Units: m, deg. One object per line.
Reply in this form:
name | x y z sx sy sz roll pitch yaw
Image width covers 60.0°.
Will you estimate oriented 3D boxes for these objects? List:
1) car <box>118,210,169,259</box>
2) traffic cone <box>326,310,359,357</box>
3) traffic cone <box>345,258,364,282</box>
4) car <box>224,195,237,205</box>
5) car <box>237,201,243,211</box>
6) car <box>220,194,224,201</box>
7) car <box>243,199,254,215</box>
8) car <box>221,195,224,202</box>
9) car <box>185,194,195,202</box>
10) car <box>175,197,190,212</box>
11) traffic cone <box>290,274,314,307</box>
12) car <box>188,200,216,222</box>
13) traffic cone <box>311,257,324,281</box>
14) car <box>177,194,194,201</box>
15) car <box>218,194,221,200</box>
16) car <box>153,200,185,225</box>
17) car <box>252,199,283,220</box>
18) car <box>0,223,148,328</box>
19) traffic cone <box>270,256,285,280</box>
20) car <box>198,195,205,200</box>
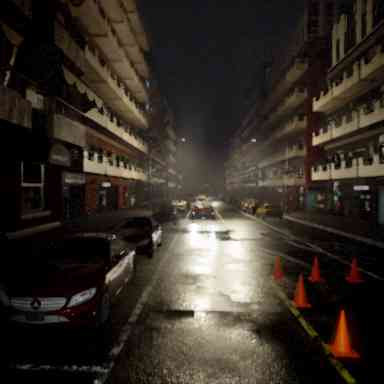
car | -2.069 1.555 12.481 1.802 1.307 4.206 0 0 1
traffic cone | 2.159 1.988 4.772 0.340 0.580 0.340 1 0 1
traffic cone | 4.258 2.019 8.722 0.340 0.580 0.340 1 0 1
car | 7.563 1.692 62.646 1.947 1.339 4.313 0 0 1
car | 7.004 1.551 40.246 1.967 1.590 4.097 0 0 1
car | 7.846 1.659 74.018 1.752 1.417 4.829 0 0 1
car | 6.865 1.673 34.645 1.947 1.339 4.313 0 0 1
car | 7.702 1.680 68.248 2.008 1.369 4.403 0 0 1
car | -0.394 1.331 79.686 2.192 1.841 5.009 0 0 1
car | -1.511 1.536 34.883 2.008 1.369 4.403 0 0 1
traffic cone | 2.209 1.989 6.772 0.340 0.580 0.340 1 0 1
car | 0.893 1.619 26.569 1.895 1.301 4.718 1 0 2
traffic cone | 3.258 2.005 8.747 0.340 0.580 0.340 1 0 1
car | -1.232 1.308 46.084 2.192 1.841 5.009 0 0 1
car | 8.121 1.582 85.048 1.967 1.590 4.097 0 0 1
car | -1.790 1.530 23.682 2.008 1.369 4.403 0 0 1
car | 6.730 1.629 29.215 1.752 1.417 4.829 0 0 1
car | -2.209 1.551 6.881 1.802 1.307 4.206 0 0 1
traffic cone | 2.259 1.990 8.771 0.340 0.580 0.340 1 0 1
car | 2.570 1.541 90.239 1.882 1.535 5.008 1 0 1
